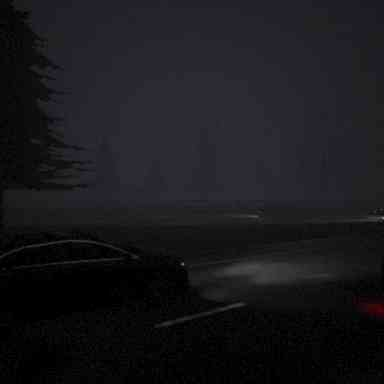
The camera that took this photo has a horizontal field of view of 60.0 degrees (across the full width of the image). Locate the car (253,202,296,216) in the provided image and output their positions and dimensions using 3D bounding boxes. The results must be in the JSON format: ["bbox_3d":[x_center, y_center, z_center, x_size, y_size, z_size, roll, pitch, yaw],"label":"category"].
[{"bbox_3d":[8.337,1.694,33.605,4.181,1.385,1.994,0,0,-15],"label":"car"}]

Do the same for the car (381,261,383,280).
[{"bbox_3d":[6.487,1.598,8.038,4.181,1.385,1.994,0,0,-32],"label":"car"}]

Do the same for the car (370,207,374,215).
[{"bbox_3d":[20.257,1.662,33.458,4.674,1.442,1.812,0,0,-18],"label":"car"}]

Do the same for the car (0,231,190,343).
[{"bbox_3d":[-2.302,1.514,6.345,4.902,1.511,2.128,0,0,-35],"label":"car"}]

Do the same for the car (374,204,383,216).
[{"bbox_3d":[19.127,1.613,29.439,4.902,1.511,2.128,0,0,-17],"label":"car"}]
